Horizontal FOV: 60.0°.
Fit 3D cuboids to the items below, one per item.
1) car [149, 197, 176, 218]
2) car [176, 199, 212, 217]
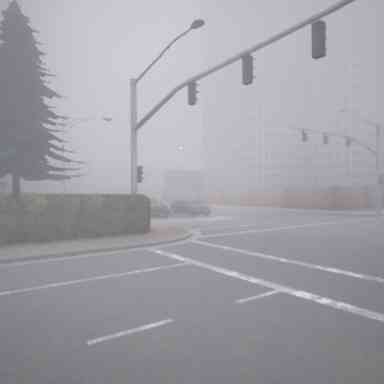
[{"bbox_3d":[-3.667,1.242,28.311,2.097,1.767,4.553,-1,0,-35],"label":"car"},{"bbox_3d":[-0.239,1.367,29.522,1.837,1.490,4.892,-1,0,-35],"label":"car"}]
